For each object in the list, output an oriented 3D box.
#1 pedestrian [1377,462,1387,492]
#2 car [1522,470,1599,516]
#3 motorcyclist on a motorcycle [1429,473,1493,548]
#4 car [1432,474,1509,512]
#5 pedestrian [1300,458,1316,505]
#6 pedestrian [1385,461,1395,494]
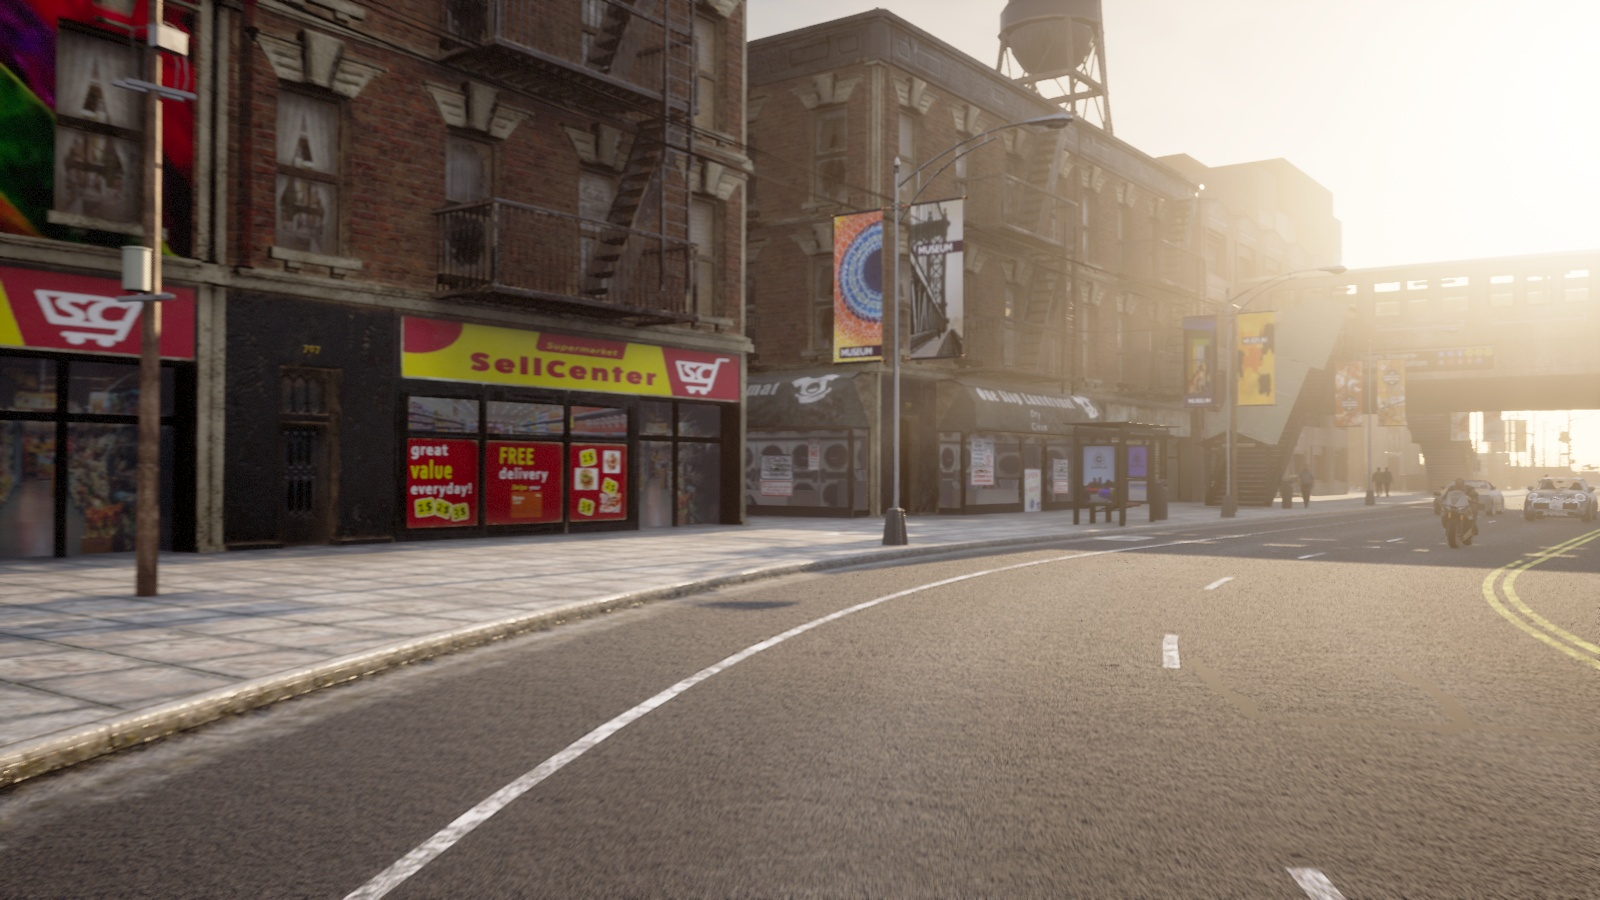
[{"bbox_3d":[35.059,1.631,75.674,0.431,1.840,0.709,-1,-1,35],"label":"pedestrian"},{"bbox_3d":[25.808,1.412,42.455,1.970,1.475,3.806,-1,-1,37],"label":"car"},{"bbox_3d":[14.191,1.257,26.935,0.866,1.530,2.191,-1,-1,37],"label":"motorcyclist on a motorcycle"},{"bbox_3d":[25.858,1.609,48.361,1.994,1.385,4.181,-1,-1,37],"label":"car"},{"bbox_3d":[20.288,1.249,50.116,0.540,1.848,0.694,-1,-1,26],"label":"pedestrian"},{"bbox_3d":[34.496,1.596,73.454,0.423,1.949,0.788,-1,-1,33],"label":"pedestrian"}]
